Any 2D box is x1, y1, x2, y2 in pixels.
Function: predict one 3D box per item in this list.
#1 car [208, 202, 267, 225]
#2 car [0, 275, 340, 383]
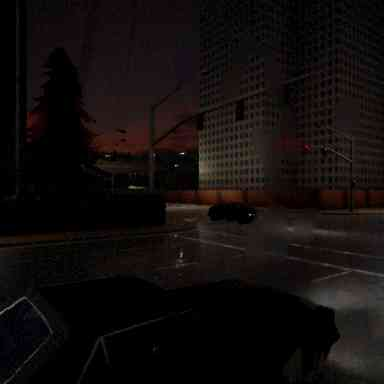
[{"bbox_3d":[3.172,1.497,24.002,2.128,1.511,4.902,0,0,-36],"label":"car"},{"bbox_3d":[-0.522,1.601,3.407,4.718,1.301,1.895,0,0,-37],"label":"car"}]
